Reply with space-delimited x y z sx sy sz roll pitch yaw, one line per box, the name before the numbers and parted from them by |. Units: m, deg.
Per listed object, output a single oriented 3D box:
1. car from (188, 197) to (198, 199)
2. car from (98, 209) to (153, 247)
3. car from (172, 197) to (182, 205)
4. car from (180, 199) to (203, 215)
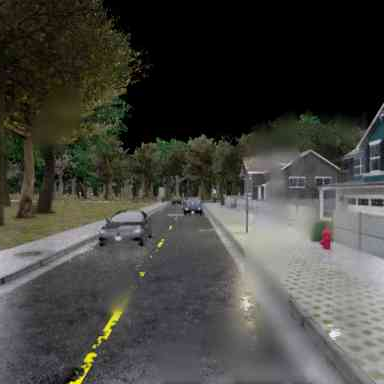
car | 0.099 1.417 44.149 2.097 1.767 4.553 0 0 0
car | -2.853 1.542 15.214 1.812 1.442 4.674 0 0 0
car | -2.755 1.658 61.564 2.033 1.411 5.357 0 0 0
car | 0.097 1.646 33.914 1.895 1.301 4.718 0 0 0
